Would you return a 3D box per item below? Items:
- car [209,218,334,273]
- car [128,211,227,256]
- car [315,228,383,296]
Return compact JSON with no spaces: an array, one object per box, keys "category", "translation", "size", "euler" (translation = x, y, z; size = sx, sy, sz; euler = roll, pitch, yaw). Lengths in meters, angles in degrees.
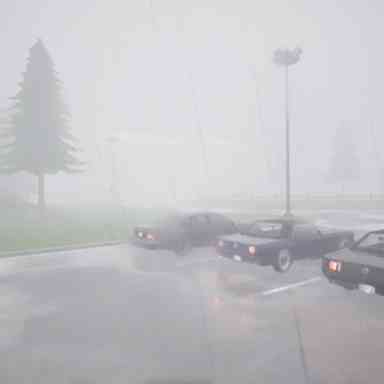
[{"category":"car","translation":[3.056,1.489,10.341],"size":[4.718,1.301,1.895],"euler":[-1,1,-35]},{"category":"car","translation":[0.311,1.447,12.692],"size":[5.357,1.411,2.033],"euler":[-1,1,-35]},{"category":"car","translation":[5.077,1.489,7.483],"size":[4.718,1.301,1.895],"euler":[-1,1,-35]}]
